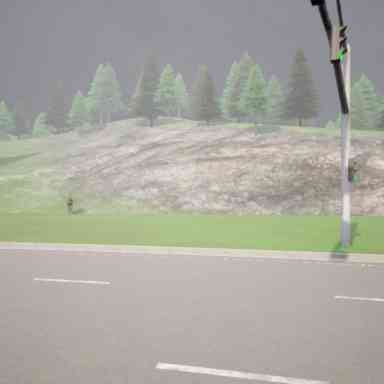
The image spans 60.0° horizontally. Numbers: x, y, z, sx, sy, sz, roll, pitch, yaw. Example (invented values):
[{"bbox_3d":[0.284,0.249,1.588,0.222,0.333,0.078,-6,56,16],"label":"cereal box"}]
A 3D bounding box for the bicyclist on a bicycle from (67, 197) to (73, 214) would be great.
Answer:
[{"bbox_3d":[-11.629,1.313,31.750,0.582,1.620,1.656,0,-2,-7],"label":"bicyclist on a bicycle"}]
